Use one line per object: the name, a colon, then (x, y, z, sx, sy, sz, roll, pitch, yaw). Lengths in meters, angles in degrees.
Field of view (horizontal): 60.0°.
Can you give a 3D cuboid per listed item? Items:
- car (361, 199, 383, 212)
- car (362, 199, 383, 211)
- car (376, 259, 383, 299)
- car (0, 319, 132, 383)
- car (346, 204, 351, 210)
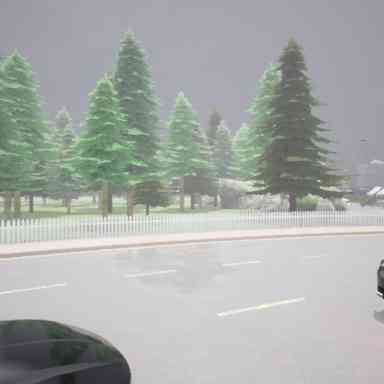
car: (23.056, 1.574, 41.129, 1.812, 1.442, 4.674, 0, 0, -4)
car: (19.859, 1.613, 36.075, 1.994, 1.385, 4.181, 0, 0, -3)
car: (5.653, 1.490, 6.125, 4.902, 1.511, 2.128, 0, 0, -23)
car: (-2.700, 1.478, 1.637, 5.008, 1.535, 1.882, 0, 0, -36)
car: (19.290, 1.270, 45.247, 2.150, 2.045, 5.566, 0, 0, -4)
